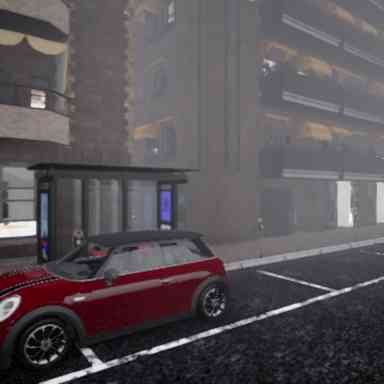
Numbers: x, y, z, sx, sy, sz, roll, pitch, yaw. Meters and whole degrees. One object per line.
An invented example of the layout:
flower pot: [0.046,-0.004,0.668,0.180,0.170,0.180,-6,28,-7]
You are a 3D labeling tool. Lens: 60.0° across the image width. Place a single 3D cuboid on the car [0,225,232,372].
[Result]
car: [-1.344,1.440,5.603,4.097,1.590,1.967,0,0,-36]
